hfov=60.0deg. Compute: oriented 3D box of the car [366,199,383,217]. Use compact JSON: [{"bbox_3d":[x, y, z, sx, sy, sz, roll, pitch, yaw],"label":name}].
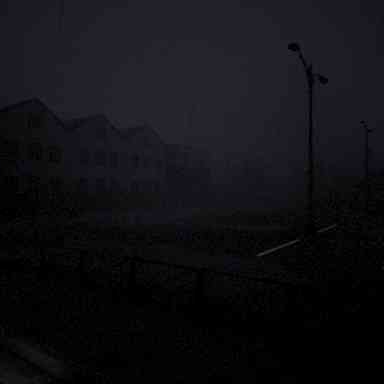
[{"bbox_3d":[15.363,1.297,26.853,2.007,1.523,4.514,0,0,35],"label":"car"}]
